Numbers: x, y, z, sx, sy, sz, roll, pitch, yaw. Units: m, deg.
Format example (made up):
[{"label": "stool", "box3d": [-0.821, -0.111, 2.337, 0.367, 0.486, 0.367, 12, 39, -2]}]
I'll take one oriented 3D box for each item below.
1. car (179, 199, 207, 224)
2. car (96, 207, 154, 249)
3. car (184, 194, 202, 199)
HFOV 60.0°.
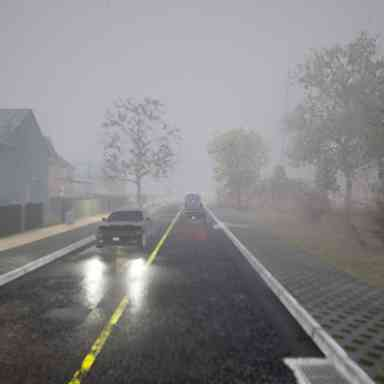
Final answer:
[{"label": "car", "box3d": [0.103, 1.489, 24.440, 2.128, 1.511, 4.902, 0, 0, 0]}, {"label": "car", "box3d": [-2.821, 1.476, 14.851, 1.882, 1.535, 5.008, 0, 0, 0]}, {"label": "car", "box3d": [0.106, 1.218, 43.208, 2.150, 2.045, 5.566, 0, 0, 0]}]
